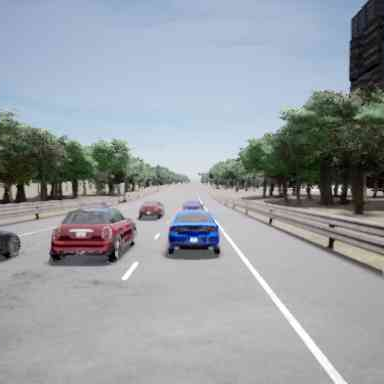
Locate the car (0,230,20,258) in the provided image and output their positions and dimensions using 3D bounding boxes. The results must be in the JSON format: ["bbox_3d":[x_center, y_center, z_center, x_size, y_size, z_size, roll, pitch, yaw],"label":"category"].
[{"bbox_3d":[-6.946,1.519,9.740,1.812,1.442,4.674,0,0,0],"label":"car"}]

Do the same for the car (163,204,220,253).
[{"bbox_3d":[0.079,1.465,13.666,1.882,1.535,5.008,0,0,0],"label":"car"}]

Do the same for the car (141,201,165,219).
[{"bbox_3d":[-3.420,1.472,28.690,1.812,1.442,4.674,0,0,0],"label":"car"}]

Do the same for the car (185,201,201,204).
[{"bbox_3d":[0.079,1.472,28.674,1.812,1.442,4.674,0,0,0],"label":"car"}]

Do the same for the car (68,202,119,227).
[{"bbox_3d":[-6.952,1.510,24.103,2.033,1.411,5.357,0,0,0],"label":"car"}]

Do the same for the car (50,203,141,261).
[{"bbox_3d":[-3.428,1.341,12.439,2.097,1.767,4.553,0,0,0],"label":"car"}]
